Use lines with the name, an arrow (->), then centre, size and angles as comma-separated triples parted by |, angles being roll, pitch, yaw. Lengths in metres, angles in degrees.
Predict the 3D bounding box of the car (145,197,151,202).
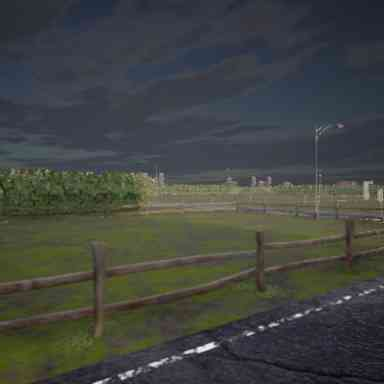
car -> -8.528, 1.162, 57.282 | 1.994, 1.385, 4.181 | -1, 1, -36
